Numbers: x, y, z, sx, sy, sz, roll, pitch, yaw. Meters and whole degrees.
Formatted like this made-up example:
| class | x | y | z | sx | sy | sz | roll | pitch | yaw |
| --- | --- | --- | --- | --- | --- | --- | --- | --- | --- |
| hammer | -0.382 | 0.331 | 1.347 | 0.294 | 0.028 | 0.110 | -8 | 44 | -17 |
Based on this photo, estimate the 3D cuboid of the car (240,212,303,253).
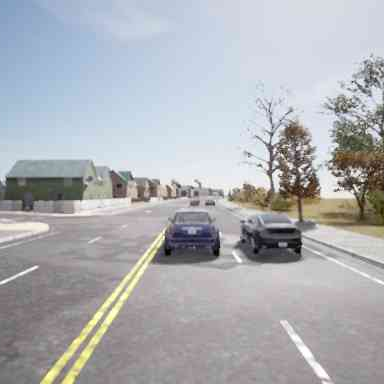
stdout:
| class | x | y | z | sx | sy | sz | roll | pitch | yaw |
| --- | --- | --- | --- | --- | --- | --- | --- | --- | --- |
| car | 3.260 | 1.643 | 14.341 | 1.837 | 1.490 | 4.892 | 0 | 0 | 0 |

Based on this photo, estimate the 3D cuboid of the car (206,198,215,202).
| class | x | y | z | sx | sy | sz | roll | pitch | yaw |
| --- | --- | --- | --- | --- | --- | --- | --- | --- | --- |
| car | 3.782 | 2.168 | 68.739 | 1.994 | 1.385 | 4.181 | 0 | 0 | 2 |

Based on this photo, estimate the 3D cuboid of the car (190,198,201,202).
| class | x | y | z | sx | sy | sz | roll | pitch | yaw |
| --- | --- | --- | --- | --- | --- | --- | --- | --- | --- |
| car | 0.534 | 2.100 | 68.854 | 2.128 | 1.511 | 4.902 | 0 | 0 | 2 |

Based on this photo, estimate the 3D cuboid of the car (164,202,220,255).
| class | x | y | z | sx | sy | sz | roll | pitch | yaw |
| --- | --- | --- | --- | --- | --- | --- | --- | --- | --- |
| car | 0.008 | 1.483 | 14.136 | 2.097 | 1.767 | 4.553 | 0 | -1 | 0 |

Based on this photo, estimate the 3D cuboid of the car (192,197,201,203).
| class | x | y | z | sx | sy | sz | roll | pitch | yaw |
| --- | --- | --- | --- | --- | --- | --- | --- | --- | --- |
| car | 1.196 | 2.125 | 84.652 | 2.033 | 1.411 | 5.357 | 0 | 0 | 3 |

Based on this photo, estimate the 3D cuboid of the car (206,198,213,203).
| class | x | y | z | sx | sy | sz | roll | pitch | yaw |
| --- | --- | --- | --- | --- | --- | --- | --- | --- | --- |
| car | 4.444 | 2.175 | 84.520 | 1.895 | 1.301 | 4.718 | 0 | 0 | 3 |
